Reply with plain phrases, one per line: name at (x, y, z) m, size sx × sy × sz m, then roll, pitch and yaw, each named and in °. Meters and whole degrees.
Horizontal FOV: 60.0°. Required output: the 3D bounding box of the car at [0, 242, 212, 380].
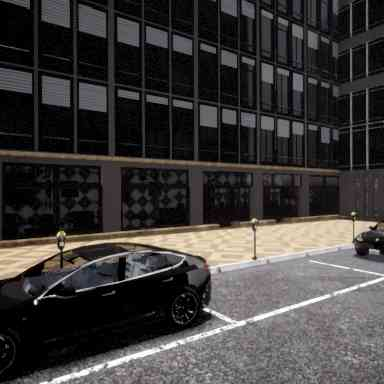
car at (-1.632, 1.566, 5.395) m, size 4.313 × 1.339 × 1.947 m, roll 0°, pitch 0°, yaw -35°

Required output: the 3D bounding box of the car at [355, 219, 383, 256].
car at (7.657, 1.564, 11.993) m, size 4.313 × 1.339 × 1.947 m, roll 0°, pitch 0°, yaw -35°
